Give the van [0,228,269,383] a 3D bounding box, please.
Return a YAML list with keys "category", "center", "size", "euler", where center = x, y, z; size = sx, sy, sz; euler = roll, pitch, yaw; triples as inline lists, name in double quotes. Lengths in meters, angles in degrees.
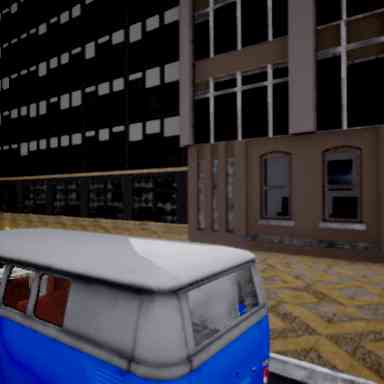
- category: "van"
  center: [-1.183, 1.361, 3.562]
  size: [3.998, 1.788, 1.690]
  euler: [0, 0, 35]
